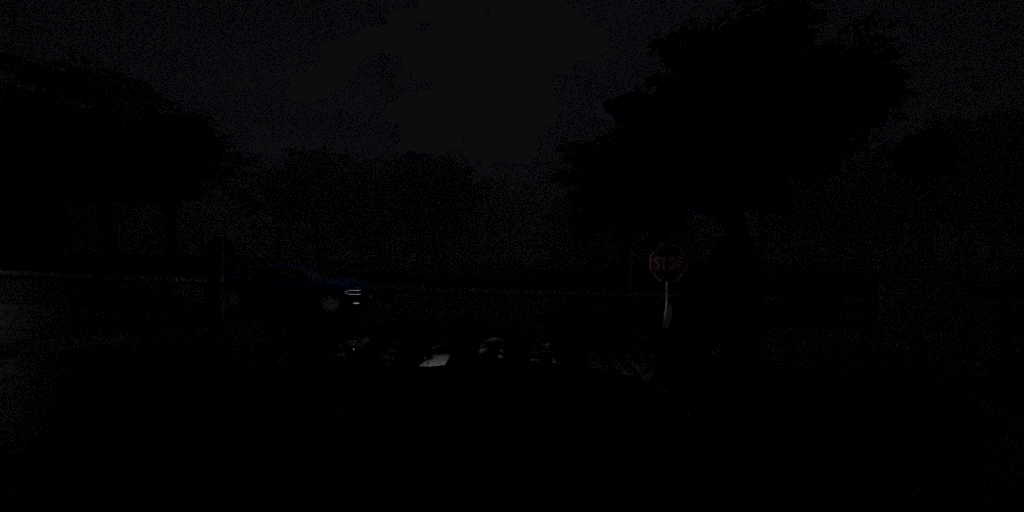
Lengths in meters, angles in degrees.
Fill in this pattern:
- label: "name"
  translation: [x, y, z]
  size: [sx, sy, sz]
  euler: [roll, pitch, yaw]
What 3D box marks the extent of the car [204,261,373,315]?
- label: "car"
  translation: [-7.257, 0.986, 11.990]
  size: [5.008, 1.535, 1.882]
  euler: [3, 1, -2]
